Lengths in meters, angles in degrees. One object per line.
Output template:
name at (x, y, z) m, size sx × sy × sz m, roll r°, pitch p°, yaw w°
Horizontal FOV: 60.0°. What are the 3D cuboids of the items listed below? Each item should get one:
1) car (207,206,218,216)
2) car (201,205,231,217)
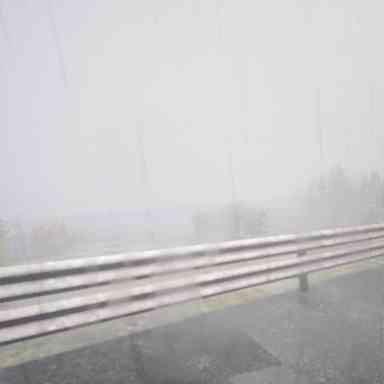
car at (5.086, 2.899, 49.310) m, size 5.008 × 1.535 × 1.882 m, roll -4°, pitch 2°, yaw -20°
car at (3.828, 2.935, 52.576) m, size 4.181 × 1.385 × 1.994 m, roll -4°, pitch 2°, yaw -20°
